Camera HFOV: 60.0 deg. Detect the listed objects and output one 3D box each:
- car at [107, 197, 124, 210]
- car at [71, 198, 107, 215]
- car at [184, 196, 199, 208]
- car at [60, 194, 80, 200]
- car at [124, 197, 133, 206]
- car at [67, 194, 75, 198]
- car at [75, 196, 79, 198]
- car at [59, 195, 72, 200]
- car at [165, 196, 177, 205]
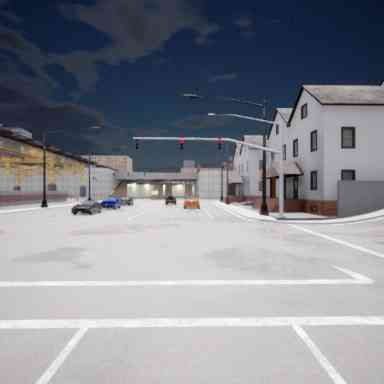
[{"bbox_3d":[-10.730,1.474,44.021,1.882,1.535,5.008,0,0,0],"label":"car"},{"bbox_3d":[-10.704,1.545,34.298,2.033,1.411,5.357,0,0,0],"label":"car"},{"bbox_3d":[-0.045,1.348,47.062,2.097,1.767,4.553,0,0,0],"label":"car"},{"bbox_3d":[-32.742,1.446,89.535,2.038,1.542,4.974,0,0,28],"label":"car"},{"bbox_3d":[-10.752,1.522,54.295,1.812,1.442,4.674,0,0,0],"label":"car"},{"bbox_3d":[-31.936,1.446,84.171,2.038,1.542,4.974,0,0,-37],"label":"car"},{"bbox_3d":[-32.767,1.288,89.489,1.853,1.218,4.536,0,0,28],"label":"car"},{"bbox_3d":[-31.967,1.289,84.212,1.853,1.218,4.536,0,0,-37],"label":"car"},{"bbox_3d":[-3.677,1.501,58.535,1.837,1.490,4.892,0,0,0],"label":"car"}]
